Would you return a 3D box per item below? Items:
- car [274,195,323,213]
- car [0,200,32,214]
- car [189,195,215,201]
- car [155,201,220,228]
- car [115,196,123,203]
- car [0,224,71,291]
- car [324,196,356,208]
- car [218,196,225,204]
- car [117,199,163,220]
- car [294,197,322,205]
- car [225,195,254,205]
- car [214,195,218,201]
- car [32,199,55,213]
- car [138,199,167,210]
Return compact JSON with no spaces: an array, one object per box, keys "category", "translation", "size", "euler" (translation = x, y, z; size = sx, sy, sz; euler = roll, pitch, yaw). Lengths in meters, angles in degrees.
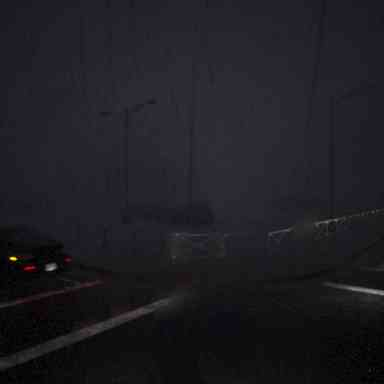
[{"category":"car","translation":[11.358,1.318,36.392],"size":[4.605,1.855,1.932],"euler":[-1,-1,38]},{"category":"car","translation":[-20.694,1.683,38.182],"size":[4.514,1.523,2.007],"euler":[-1,-1,38]},{"category":"car","translation":[0.874,1.670,52.923],"size":[4.514,1.523,2.007],"euler":[-1,-1,38]},{"category":"car","translation":[-0.340,1.534,21.950],"size":[3.633,1.501,1.845],"euler":[-1,-1,38]},{"category":"car","translation":[-21.132,2.195,91.325],"size":[2.242,1.667,4.611],"euler":[-1,-1,38]},{"category":"car","translation":[-5.290,1.613,8.976],"size":[4.674,1.442,1.812],"euler":[-1,0,30]},{"category":"car","translation":[20.829,1.429,48.920],"size":[5.027,1.636,2.152],"euler":[-1,-1,38]},{"category":"car","translation":[5.100,1.551,69.693],"size":[3.866,1.878,1.905],"euler":[-1,-1,38]},{"category":"car","translation":[-4.281,1.607,28.908],"size":[3.806,1.475,1.970],"euler":[-1,-1,38]},{"category":"car","translation":[21.355,1.658,61.396],"size":[4.514,1.523,2.007],"euler":[-1,-1,38]},{"category":"car","translation":[9.200,1.505,62.216],"size":[4.605,1.855,1.932],"euler":[-1,-1,38]},{"category":"car","translation":[2.550,1.828,67.474],"size":[3.806,1.475,1.970],"euler":[-1,-1,38]},{"category":"car","translation":[-18.779,1.685,40.666],"size":[5.027,1.636,2.152],"euler":[-1,-1,38]},{"category":"car","translation":[-5.392,1.659,45.138],"size":[3.633,1.501,1.845],"euler":[-1,-1,38]}]
